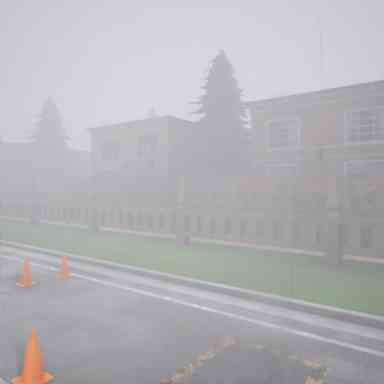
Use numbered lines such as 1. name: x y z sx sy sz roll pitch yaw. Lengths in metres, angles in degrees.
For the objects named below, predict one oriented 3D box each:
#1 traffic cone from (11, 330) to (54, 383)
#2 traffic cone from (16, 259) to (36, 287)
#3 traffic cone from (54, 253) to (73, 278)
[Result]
1. traffic cone: -1.874 1.925 3.919 0.340 0.580 0.340 1 0 36
2. traffic cone: -3.935 1.890 7.888 0.340 0.580 0.340 1 0 36
3. traffic cone: -3.347 1.894 8.697 0.340 0.580 0.340 1 0 36
